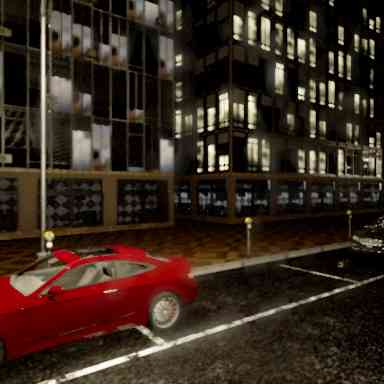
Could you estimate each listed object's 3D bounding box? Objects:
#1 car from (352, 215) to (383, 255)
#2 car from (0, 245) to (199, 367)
[{"bbox_3d":[7.446,1.473,11.874,4.403,1.369,2.008,0,1,-36],"label":"car"},{"bbox_3d":[-1.820,1.574,5.258,4.206,1.307,1.802,0,1,-36],"label":"car"}]
